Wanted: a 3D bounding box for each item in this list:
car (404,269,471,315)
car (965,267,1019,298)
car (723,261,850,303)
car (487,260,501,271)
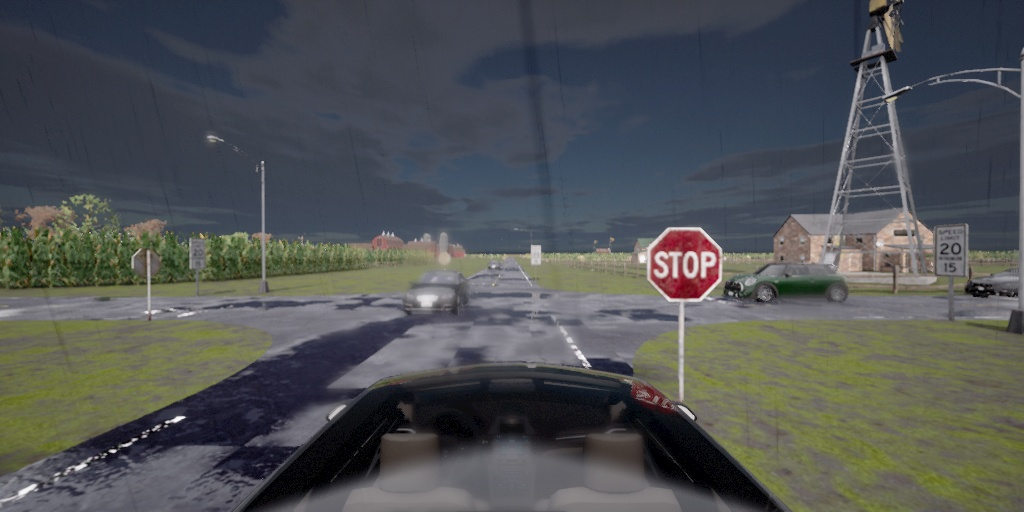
[{"bbox_3d":[-2.736,1.293,13.963,2.128,1.511,4.902,0,0,0],"label":"car"},{"bbox_3d":[23.113,1.209,15.722,4.892,1.490,1.837,0,1,2],"label":"car"},{"bbox_3d":[12.084,1.094,16.056,4.553,1.767,2.097,0,0,2],"label":"car"},{"bbox_3d":[-2.690,1.417,55.082,2.128,1.511,4.902,0,0,0],"label":"car"}]
